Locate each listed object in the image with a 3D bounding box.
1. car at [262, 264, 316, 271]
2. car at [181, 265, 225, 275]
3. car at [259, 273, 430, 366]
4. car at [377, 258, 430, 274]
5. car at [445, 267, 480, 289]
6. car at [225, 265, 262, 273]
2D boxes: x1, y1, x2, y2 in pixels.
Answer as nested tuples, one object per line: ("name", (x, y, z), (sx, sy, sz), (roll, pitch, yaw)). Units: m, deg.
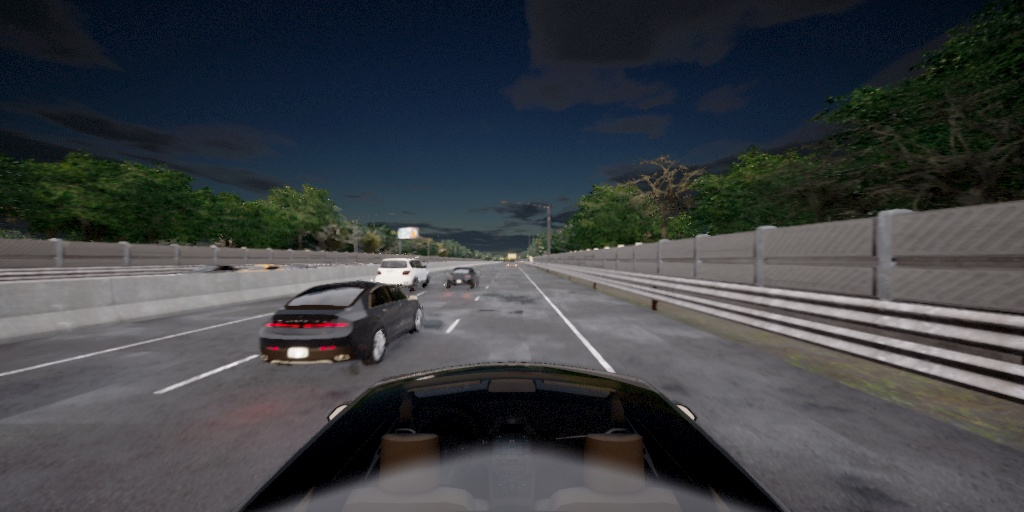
("car", (-17.584, 1.486, 29.521), (2.128, 1.511, 4.902), (0, 0, 0))
("car", (-24.582, 1.499, 29.508), (1.837, 1.490, 4.892), (0, 0, 0))
("car", (-3.396, 1.312, 8.117), (1.837, 1.490, 4.892), (0, 0, 0))
("car", (-6.893, 1.162, 23.226), (2.150, 2.045, 5.566), (0, 0, 0))
("car", (-3.391, 1.483, 25.170), (1.812, 1.442, 4.674), (0, 0, 0))
("car", (-21.081, 1.479, 30.295), (1.882, 1.535, 5.008), (0, 0, 0))
